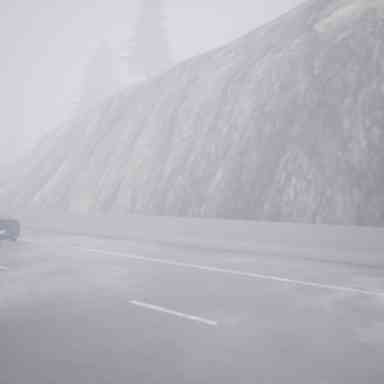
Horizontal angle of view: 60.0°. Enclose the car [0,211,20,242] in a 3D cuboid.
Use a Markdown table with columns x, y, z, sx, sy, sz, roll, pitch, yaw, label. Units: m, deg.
| x | y | z | sx | sy | sz | roll | pitch | yaw | label |
| --- | --- | --- | --- | --- | --- | --- | --- | --- | --- |
| -10.024 | 1.573 | 15.694 | 5.008 | 1.535 | 1.882 | 0 | 0 | 38 | car |
